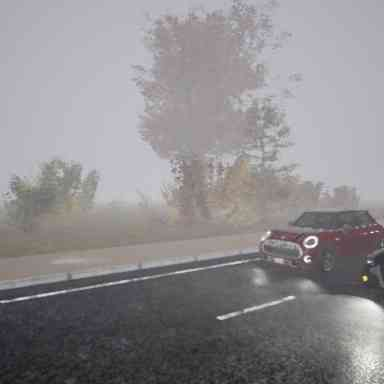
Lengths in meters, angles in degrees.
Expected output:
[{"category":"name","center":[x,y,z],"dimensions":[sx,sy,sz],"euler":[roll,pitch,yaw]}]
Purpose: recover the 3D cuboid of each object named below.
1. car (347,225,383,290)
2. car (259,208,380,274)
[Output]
[{"category":"car","center":[5.792,1.562,7.804],"dimensions":[4.181,1.385,1.994],"euler":[0,0,-35]},{"category":"car","center":[4.290,1.350,10.723],"dimensions":[4.553,1.767,2.097],"euler":[0,0,-35]}]
